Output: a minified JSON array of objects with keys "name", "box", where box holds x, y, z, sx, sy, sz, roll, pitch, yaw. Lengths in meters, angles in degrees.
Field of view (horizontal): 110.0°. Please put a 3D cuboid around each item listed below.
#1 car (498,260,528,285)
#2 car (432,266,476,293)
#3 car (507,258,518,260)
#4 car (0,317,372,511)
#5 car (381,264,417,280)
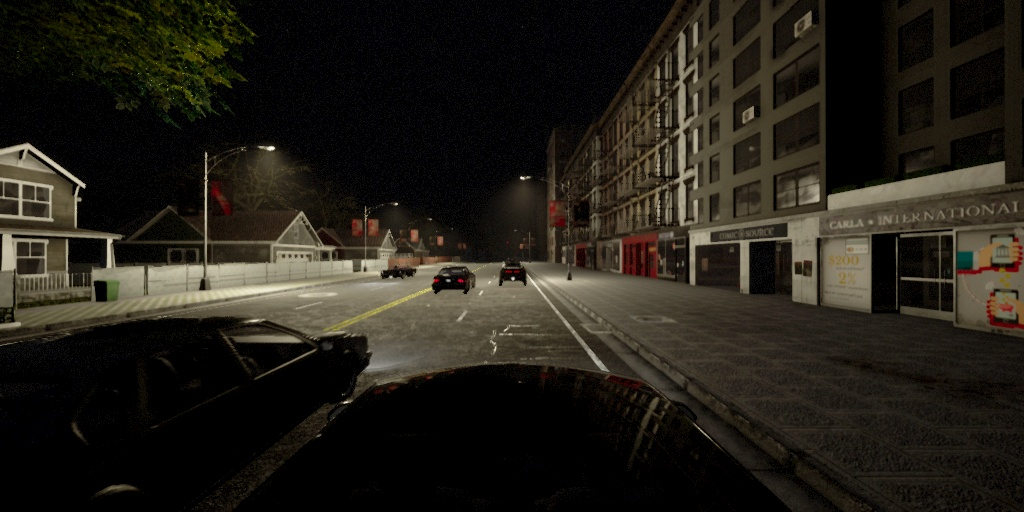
[{"name":"car","box":[0.058,1.226,25.612,1.837,1.490,4.892,0,-1,0]},{"name":"car","box":[-3.183,1.279,20.380,2.033,1.411,5.357,0,0,0]},{"name":"car","box":[0.032,1.045,40.645,2.097,1.767,4.553,0,0,0]},{"name":"car","box":[-3.153,1.296,3.280,2.033,1.411,5.357,0,0,0]},{"name":"car","box":[-9.802,1.379,31.230,1.895,1.301,4.718,0,0,0]}]
